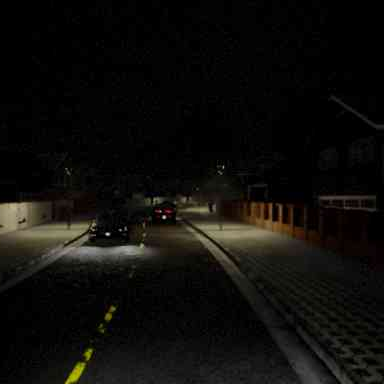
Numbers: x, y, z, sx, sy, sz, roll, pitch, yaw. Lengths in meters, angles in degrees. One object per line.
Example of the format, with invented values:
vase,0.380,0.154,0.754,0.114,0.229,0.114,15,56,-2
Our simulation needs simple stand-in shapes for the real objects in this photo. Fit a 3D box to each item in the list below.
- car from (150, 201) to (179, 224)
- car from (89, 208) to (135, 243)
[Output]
car,-2.279,1.683,26.829,1.837,1.490,4.892,0,-2,-6
car,-3.986,1.625,17.037,1.837,1.490,4.892,0,0,-7
